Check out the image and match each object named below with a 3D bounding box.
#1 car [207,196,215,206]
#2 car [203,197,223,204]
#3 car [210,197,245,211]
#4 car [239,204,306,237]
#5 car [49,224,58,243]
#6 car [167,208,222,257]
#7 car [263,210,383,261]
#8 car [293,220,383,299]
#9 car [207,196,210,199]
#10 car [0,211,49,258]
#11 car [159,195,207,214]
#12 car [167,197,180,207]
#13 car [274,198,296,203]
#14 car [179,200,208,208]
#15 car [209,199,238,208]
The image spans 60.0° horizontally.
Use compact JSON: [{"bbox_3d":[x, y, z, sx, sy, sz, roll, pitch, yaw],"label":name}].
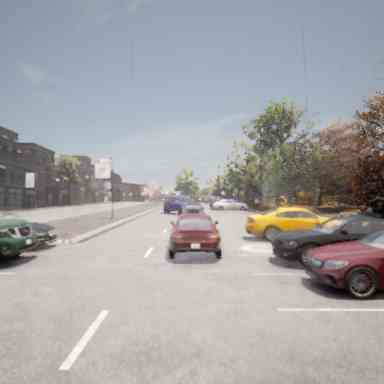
[{"bbox_3d":[5.123,1.764,47.798,5.008,1.535,2.097,0,0,0],"label":"car"},{"bbox_3d":[5.103,2.081,81.852,4.674,1.452,2.002,0,0,0],"label":"car"},{"bbox_3d":[5.113,1.779,44.649,4.674,1.452,2.002,0,0,0],"label":"car"},{"bbox_3d":[5.086,1.515,16.165,5.008,1.535,2.097,0,0,0],"label":"car"},{"bbox_3d":[-7.996,1.502,13.411,4.892,1.521,2.231,0,0,0],"label":"car"},{"bbox_3d":[0.096,1.545,12.813,1.812,1.442,4.674,0,0,0],"label":"car"},{"bbox_3d":[5.092,1.490,10.597,5.008,1.535,2.097,0,0,0],"label":"car"},{"bbox_3d":[5.088,1.524,7.810,4.674,1.452,2.002,0,0,0],"label":"car"},{"bbox_3d":[5.115,1.791,51.071,4.892,1.521,2.231,0,0,0],"label":"car"},{"bbox_3d":[-7.964,1.239,10.611,5.566,2.045,2.435,0,0,0],"label":"car"},{"bbox_3d":[-1.164,1.412,36.205,2.150,2.045,5.566,-1,0,-34],"label":"car"},{"bbox_3d":[-3.209,1.718,57.841,2.097,1.767,4.553,0,0,0],"label":"car"},{"bbox_3d":[19.129,1.663,67.062,4.902,1.511,2.128,-1,-3,-1],"label":"car"},{"bbox_3d":[0.117,1.646,27.463,1.812,1.442,4.674,0,-1,0],"label":"car"},{"bbox_3d":[5.120,1.857,54.347,4.674,1.452,2.002,0,0,0],"label":"car"}]
